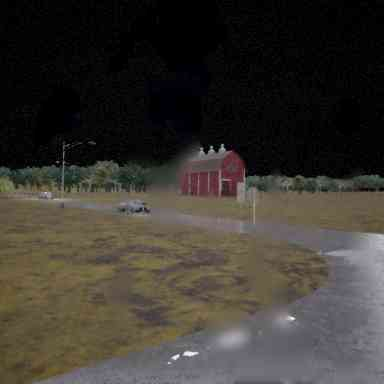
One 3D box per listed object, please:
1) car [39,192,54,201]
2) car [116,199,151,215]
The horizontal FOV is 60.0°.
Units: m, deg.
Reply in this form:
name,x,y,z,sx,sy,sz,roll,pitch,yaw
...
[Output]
name,x,y,z,sx,sy,sz,roll,pitch,yaw
car,-26.393,0.754,60.214,2.128,1.511,4.902,2,0,-36
car,-5.503,1.351,31.215,1.994,1.385,4.181,2,0,-36
